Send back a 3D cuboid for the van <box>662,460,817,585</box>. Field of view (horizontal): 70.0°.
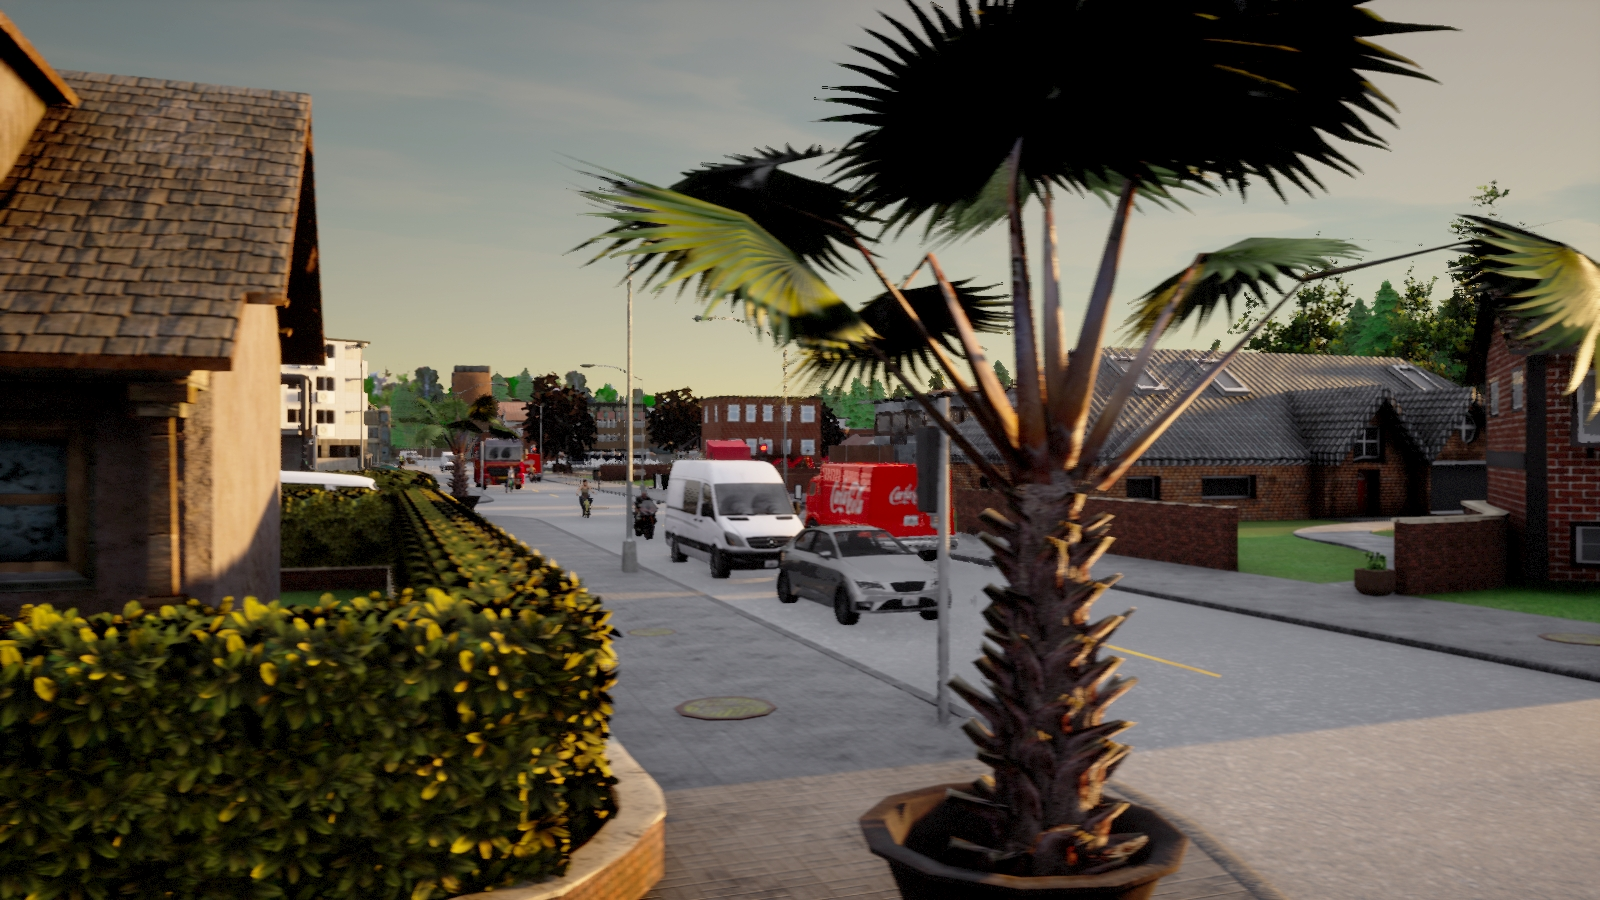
[{"bbox_3d":[-1.591,1.534,26.921,1.988,2.561,5.915,0,0,-20],"label":"van"}]

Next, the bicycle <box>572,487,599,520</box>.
[{"bbox_3d":[-8.715,2.157,46.435,0.859,1.276,1.487,0,0,-20],"label":"bicycle"}]

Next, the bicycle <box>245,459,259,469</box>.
[{"bbox_3d":[-79.594,2.058,166.053,1.835,1.471,0.329,0,0,-20],"label":"bicycle"}]

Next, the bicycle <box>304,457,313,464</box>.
[{"bbox_3d":[-98.441,2.053,228.830,1.643,1.496,0.373,0,0,-20],"label":"bicycle"}]

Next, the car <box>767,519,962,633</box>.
[{"bbox_3d":[0.983,2.065,19.780,1.816,1.474,4.193,0,0,-21],"label":"car"}]

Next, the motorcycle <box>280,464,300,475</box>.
[{"bbox_3d":[-57.634,2.183,129.181,2.033,1.199,0.803,1,0,-20],"label":"motorcycle"}]

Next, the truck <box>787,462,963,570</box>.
[{"bbox_3d":[1.769,1.565,29.371,2.627,2.467,5.204,0,0,-20],"label":"truck"}]
